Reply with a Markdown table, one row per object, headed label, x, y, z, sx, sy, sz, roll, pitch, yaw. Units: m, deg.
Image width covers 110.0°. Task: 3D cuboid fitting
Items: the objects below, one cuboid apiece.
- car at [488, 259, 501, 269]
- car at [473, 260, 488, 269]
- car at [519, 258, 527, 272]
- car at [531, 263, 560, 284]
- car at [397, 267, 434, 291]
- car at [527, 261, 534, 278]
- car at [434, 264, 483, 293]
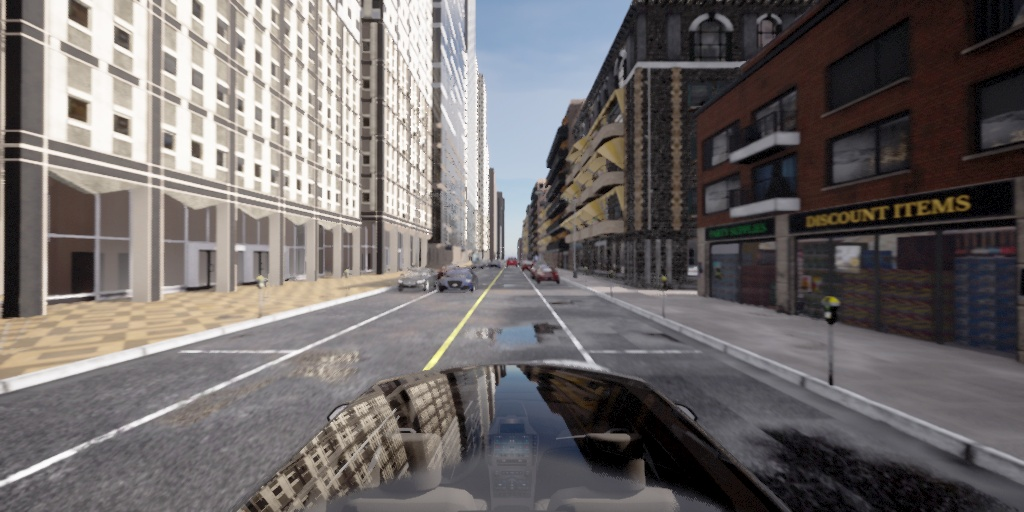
| label | x | y | z | sx | sy | sz | roll | pitch | yaw |
| --- | --- | --- | --- | --- | --- | --- | --- | --- | --- |
| car | -3.041 | 1.347 | 62.755 | 2.097 | 1.767 | 4.553 | 0 | 0 | 1 |
| car | -5.699 | 1.555 | 61.618 | 1.948 | 1.339 | 4.313 | 0 | 0 | 0 |
| car | 2.353 | 1.421 | 51.037 | 1.882 | 1.535 | 5.008 | 0 | 0 | 0 |
| car | 2.687 | 1.430 | 27.729 | 1.802 | 1.307 | 4.207 | 0 | 0 | 0 |
| car | -5.692 | 1.377 | 22.079 | 2.007 | 1.370 | 4.403 | 0 | 0 | 0 |
| car | 2.686 | 1.311 | 33.377 | 1.967 | 1.591 | 4.097 | 0 | 0 | 0 |
| car | -3.101 | 1.388 | 21.494 | 1.994 | 1.385 | 4.181 | 0 | 0 | 0 |
